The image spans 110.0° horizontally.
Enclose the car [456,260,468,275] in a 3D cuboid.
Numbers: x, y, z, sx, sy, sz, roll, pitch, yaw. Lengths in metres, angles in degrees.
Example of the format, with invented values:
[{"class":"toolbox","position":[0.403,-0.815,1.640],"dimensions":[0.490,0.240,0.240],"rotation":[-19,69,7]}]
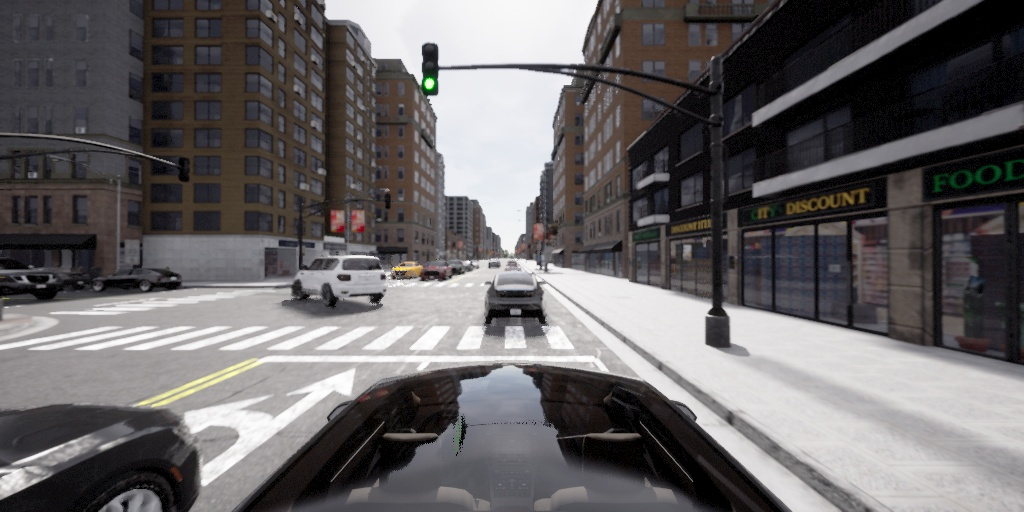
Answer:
[{"class":"car","position":[-6.576,1.194,40.611],"dimensions":[2.097,1.767,4.553],"rotation":[0,0,0]}]

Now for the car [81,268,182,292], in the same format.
[{"class":"car","position":[-22.146,1.378,21.277],"dimensions":[4.313,1.339,1.948],"rotation":[0,0,0]}]

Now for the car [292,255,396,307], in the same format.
[{"class":"car","position":[-7.738,1.004,15.949],"dimensions":[5.566,2.045,2.150],"rotation":[0,-1,42]}]

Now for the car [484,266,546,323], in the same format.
[{"class":"car","position":[0.103,1.280,12.311],"dimensions":[1.837,1.490,4.892],"rotation":[0,0,0]}]

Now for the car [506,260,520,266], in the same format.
[{"class":"car","position":[0.105,1.445,41.664],"dimensions":[1.895,1.301,4.718],"rotation":[0,0,0]}]

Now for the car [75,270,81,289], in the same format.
[{"class":"car","position":[-27.808,1.364,21.303],"dimensions":[4.403,1.370,2.007],"rotation":[0,0,0]}]

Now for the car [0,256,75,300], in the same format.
[{"class":"car","position":[-23.486,0.996,15.804],"dimensions":[5.566,2.045,2.150],"rotation":[0,0,0]}]

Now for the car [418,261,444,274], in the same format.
[{"class":"car","position":[-9.809,1.397,43.852],"dimensions":[2.033,1.411,5.357],"rotation":[0,0,0]}]

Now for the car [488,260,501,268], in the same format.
[{"class":"car","position":[-3.242,1.395,63.480],"dimensions":[2.128,1.511,4.902],"rotation":[0,0,0]}]

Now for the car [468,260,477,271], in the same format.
[{"class":"car","position":[-6.514,1.357,49.870],"dimensions":[2.128,1.511,4.902],"rotation":[0,0,1]}]

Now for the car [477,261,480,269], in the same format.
[{"class":"car","position":[-6.493,1.419,60.068],"dimensions":[1.812,1.442,4.674],"rotation":[0,0,0]}]

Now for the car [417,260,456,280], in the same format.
[{"class":"car","position":[-6.592,1.171,31.739],"dimensions":[2.097,1.767,4.553],"rotation":[0,0,0]}]

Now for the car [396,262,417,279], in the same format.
[{"class":"car","position":[-9.841,1.302,34.048],"dimensions":[1.882,1.535,5.008],"rotation":[0,0,0]}]

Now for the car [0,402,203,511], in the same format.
[{"class":"car","position":[-3.149,1.252,0.567],"dimensions":[1.837,1.490,4.892],"rotation":[0,0,0]}]
